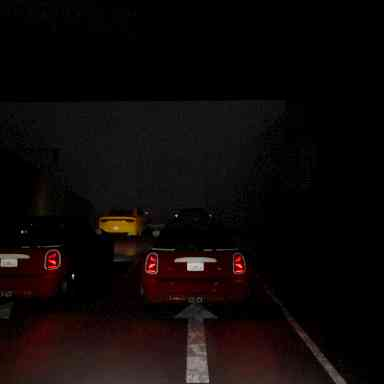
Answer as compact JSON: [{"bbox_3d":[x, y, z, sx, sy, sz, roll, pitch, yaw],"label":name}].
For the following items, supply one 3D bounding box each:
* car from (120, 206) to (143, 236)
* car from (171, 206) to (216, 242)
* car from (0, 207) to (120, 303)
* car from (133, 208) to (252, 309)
[{"bbox_3d":[-3.427,1.478,17.465,1.882,1.535,5.008,0,0,0],"label":"car"},{"bbox_3d":[0.074,1.547,17.574,2.033,1.411,5.357,0,0,0],"label":"car"},{"bbox_3d":[-3.426,1.352,8.376,2.097,1.767,4.553,0,0,0],"label":"car"},{"bbox_3d":[0.069,1.352,8.047,2.097,1.767,4.553,0,0,0],"label":"car"}]
